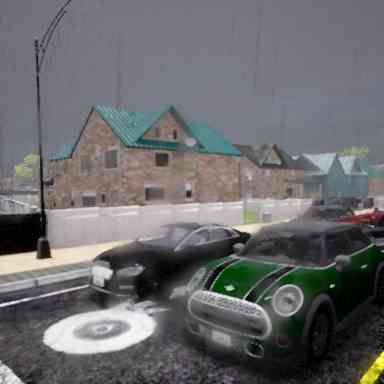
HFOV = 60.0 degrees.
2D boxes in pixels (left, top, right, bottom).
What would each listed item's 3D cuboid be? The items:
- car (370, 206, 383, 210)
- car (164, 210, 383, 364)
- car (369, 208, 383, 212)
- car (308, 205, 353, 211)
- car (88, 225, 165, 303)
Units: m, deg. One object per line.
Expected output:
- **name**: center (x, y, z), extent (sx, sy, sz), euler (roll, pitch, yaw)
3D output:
- **car**: center (12.953, 1.658, 22.493), extent (1.895, 1.301, 4.718), euler (-1, -1, 44)
- **car**: center (1.935, 1.386, 6.145), extent (2.097, 1.767, 4.553), euler (-1, -1, 43)
- **car**: center (8.040, 1.530, 12.590), extent (1.837, 1.490, 4.892), euler (-1, -1, 43)
- **car**: center (6.107, 1.417, 15.279), extent (2.097, 1.767, 4.553), euler (-1, -1, 43)
- **car**: center (-0.227, 1.565, 8.587), extent (2.128, 1.511, 4.902), euler (-1, -1, 43)
